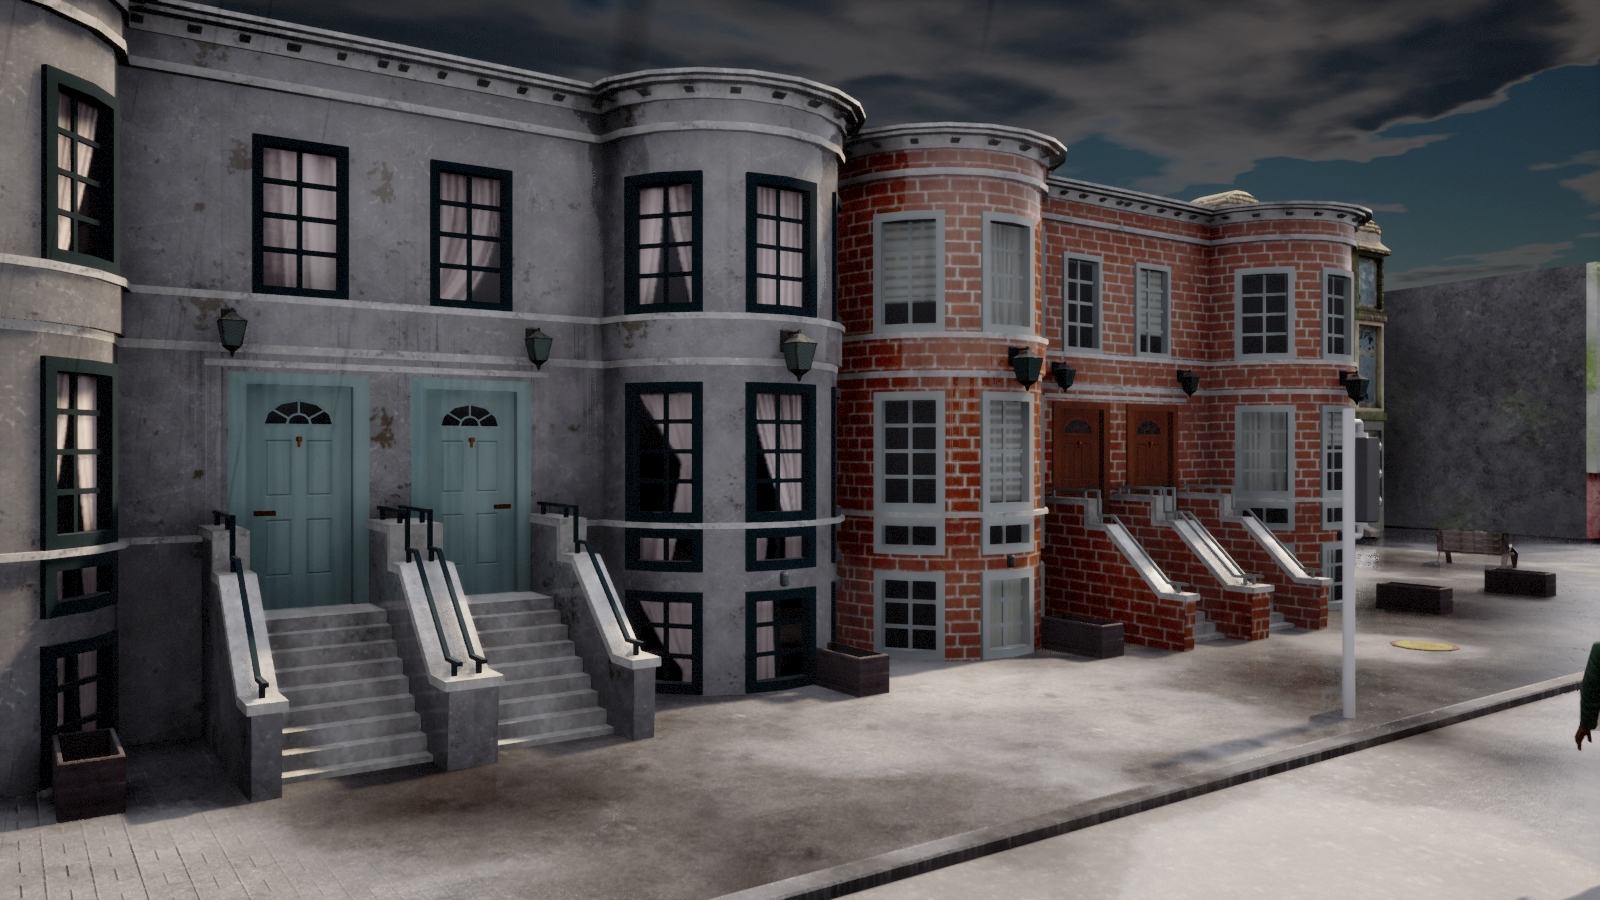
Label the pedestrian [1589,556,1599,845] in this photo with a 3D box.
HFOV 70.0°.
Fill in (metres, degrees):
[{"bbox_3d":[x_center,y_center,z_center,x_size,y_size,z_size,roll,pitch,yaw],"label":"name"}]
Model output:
[{"bbox_3d":[5.405,1.628,7.389,0.375,1.860,0.375,0,0,-29],"label":"pedestrian"}]
